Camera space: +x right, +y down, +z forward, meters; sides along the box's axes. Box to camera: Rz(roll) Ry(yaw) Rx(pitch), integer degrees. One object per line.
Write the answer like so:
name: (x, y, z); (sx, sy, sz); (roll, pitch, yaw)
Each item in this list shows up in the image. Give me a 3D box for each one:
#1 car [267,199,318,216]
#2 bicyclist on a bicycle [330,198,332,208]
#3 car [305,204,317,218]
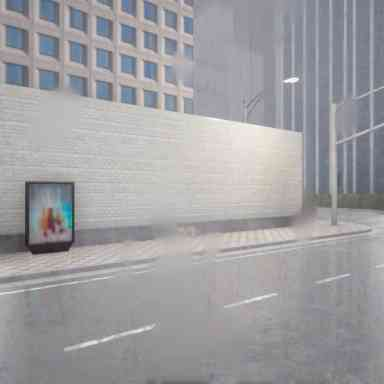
car: (10.434, 1.547, 34.841); (2.128, 1.511, 4.902); (0, 0, -36)
bicyclist on a bicycle: (18.659, 1.356, 43.935); (1.656, 1.620, 0.582); (0, 0, -36)
car: (9.053, 1.533, 30.755); (1.882, 1.535, 5.008); (0, 0, -36)
